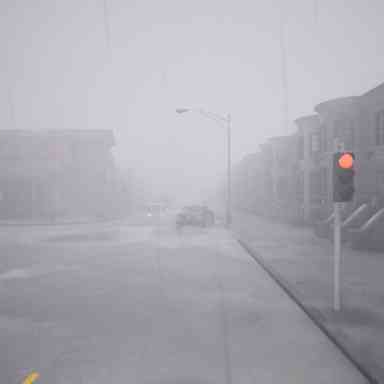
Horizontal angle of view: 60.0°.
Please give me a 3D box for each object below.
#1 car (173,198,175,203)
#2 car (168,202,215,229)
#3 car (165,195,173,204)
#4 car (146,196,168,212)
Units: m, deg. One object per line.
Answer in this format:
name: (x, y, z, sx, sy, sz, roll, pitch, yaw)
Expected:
car: (-4.143, 1.352, 58.411, 2.097, 1.767, 4.553, 0, 0, 0)
car: (0.274, 1.547, 21.769, 2.033, 1.411, 5.357, 0, 0, 12)
car: (-4.160, 1.505, 48.619, 1.837, 1.490, 4.892, 0, 0, 0)
car: (-4.158, 1.526, 39.433, 1.812, 1.442, 4.674, 0, 0, -1)
